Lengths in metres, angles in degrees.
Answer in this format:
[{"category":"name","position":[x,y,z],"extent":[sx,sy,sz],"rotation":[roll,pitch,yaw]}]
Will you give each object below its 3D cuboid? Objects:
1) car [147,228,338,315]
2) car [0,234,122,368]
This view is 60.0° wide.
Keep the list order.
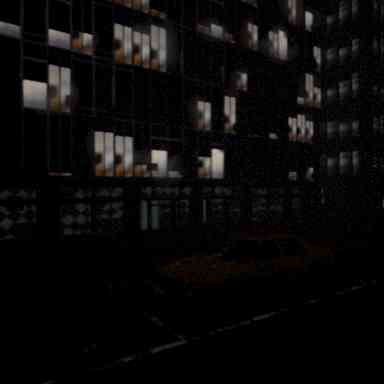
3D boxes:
[{"category":"car","position":[1.363,1.537,7.539],"extent":[4.829,1.417,1.752],"rotation":[0,-1,-35]},{"category":"car","position":[-3.127,1.440,4.340],"extent":[4.097,1.590,1.967],"rotation":[0,-1,-35]}]
